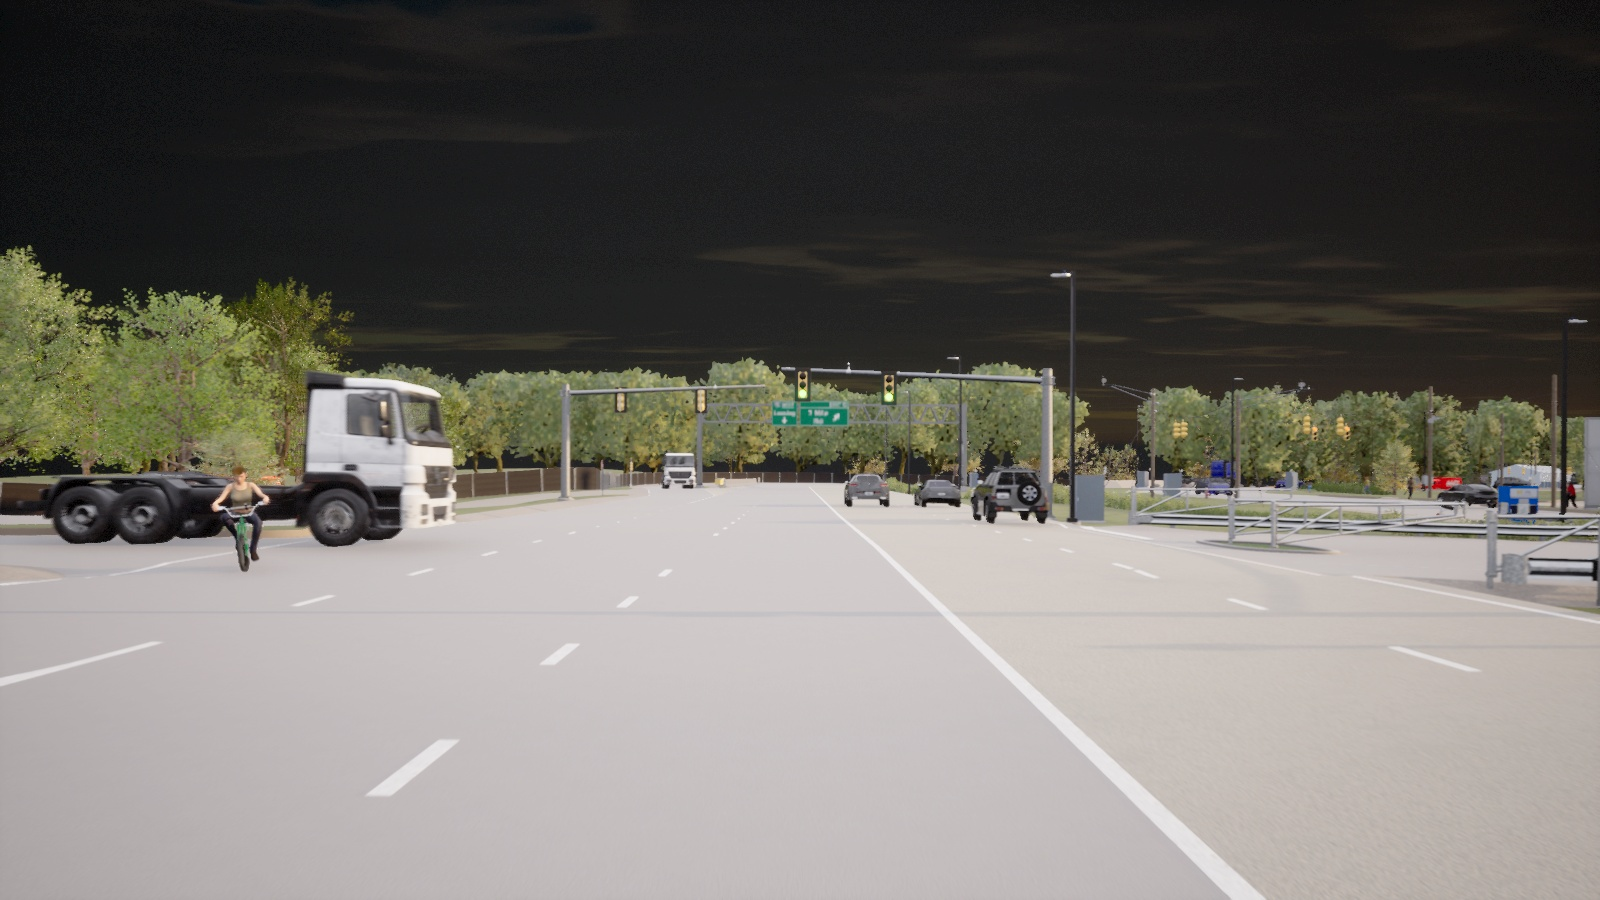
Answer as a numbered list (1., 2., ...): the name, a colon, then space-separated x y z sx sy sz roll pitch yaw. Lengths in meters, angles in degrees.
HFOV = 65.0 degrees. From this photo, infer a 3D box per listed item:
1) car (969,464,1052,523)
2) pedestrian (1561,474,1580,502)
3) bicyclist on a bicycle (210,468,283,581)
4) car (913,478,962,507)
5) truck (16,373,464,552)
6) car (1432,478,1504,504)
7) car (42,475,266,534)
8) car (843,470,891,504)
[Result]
1. car: 6.911 1.414 41.750 1.932 1.855 4.605 0 -1 -1
2. pedestrian: 51.193 2.538 83.448 0.899 1.844 0.634 0 0 -10
3. bicyclist on a bicycle: -8.495 1.111 19.331 0.866 1.612 1.509 -4 0 -21
4. car: 6.851 2.084 62.851 1.994 1.385 4.181 0 -1 0
5. truck: -11.333 0.269 25.998 7.936 3.462 2.891 0 -1 0
6. car: 41.535 2.522 78.216 1.837 1.490 4.892 0 -1 0
7. car: -17.225 1.423 33.657 4.902 1.511 2.128 0 -1 0
8. car: 3.349 1.826 63.568 2.152 1.651 5.027 0 -1 0
